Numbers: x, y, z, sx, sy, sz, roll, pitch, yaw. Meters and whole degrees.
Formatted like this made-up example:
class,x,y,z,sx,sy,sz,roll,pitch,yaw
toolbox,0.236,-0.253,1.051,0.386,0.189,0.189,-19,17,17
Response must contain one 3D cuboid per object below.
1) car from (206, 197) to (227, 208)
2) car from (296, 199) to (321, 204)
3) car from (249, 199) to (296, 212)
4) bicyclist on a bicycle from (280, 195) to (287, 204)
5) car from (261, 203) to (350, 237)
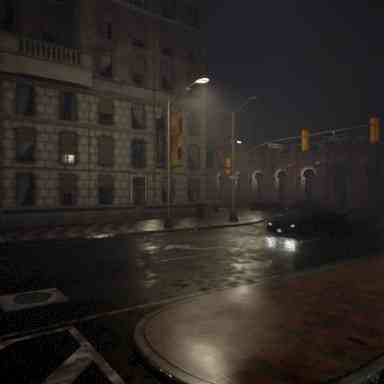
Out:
class,x,y,z,sx,sy,sz,roll,pitch,yaw
car,3.148,1.525,48.928,1.812,1.442,4.674,0,0,-36
car,12.776,1.524,35.581,1.812,1.442,4.674,0,0,-36
car,8.228,1.492,35.805,2.128,1.511,4.902,0,0,-34
bicyclist on a bicycle,15.528,1.301,56.489,1.656,1.620,0.582,0,0,-36
car,6.533,1.547,18.233,5.357,1.411,2.033,0,0,-36
